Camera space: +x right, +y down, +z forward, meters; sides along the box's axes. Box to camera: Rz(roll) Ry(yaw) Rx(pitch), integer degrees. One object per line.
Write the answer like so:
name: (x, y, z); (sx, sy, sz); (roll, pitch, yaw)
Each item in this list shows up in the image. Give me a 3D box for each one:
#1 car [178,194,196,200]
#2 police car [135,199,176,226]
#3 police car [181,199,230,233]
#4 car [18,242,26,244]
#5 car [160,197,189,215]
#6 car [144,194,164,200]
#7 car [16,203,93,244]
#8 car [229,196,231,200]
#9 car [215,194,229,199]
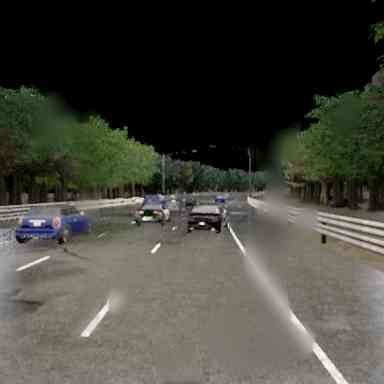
car: (-0.706, 1.267, 45.667); (2.150, 2.045, 5.566); (0, 0, 7)
police car: (-2.679, 1.544, 24.011); (2.038, 1.542, 4.974); (0, 0, 4)
police car: (0.987, 1.462, 20.095); (1.930, 1.638, 5.238); (0, 0, 10)
car: (-3.487, 1.502, 2.312); (2.128, 1.511, 4.902); (0, 0, 1)
car: (-1.840, 1.589, 34.838); (2.033, 1.411, 5.357); (0, 0, 5)
car: (-4.563, 1.266, 41.540); (2.150, 2.045, 5.566); (0, 0, 6)
car: (-6.463, 1.387, 16.217); (2.097, 1.767, 4.553); (0, 0, 2)
car: (7.869, 1.313, 77.251); (2.128, 1.511, 4.902); (0, 1, 12)
car: (5.528, 1.439, 64.090); (1.882, 1.535, 5.008); (0, 1, 10)
